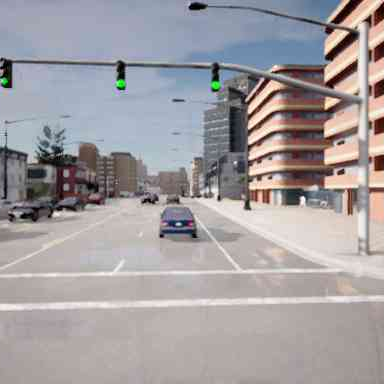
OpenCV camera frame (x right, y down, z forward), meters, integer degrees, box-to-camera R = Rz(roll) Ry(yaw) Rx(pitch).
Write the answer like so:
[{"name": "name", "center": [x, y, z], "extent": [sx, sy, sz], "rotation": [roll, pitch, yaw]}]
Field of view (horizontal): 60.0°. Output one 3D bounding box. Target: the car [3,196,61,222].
[{"name": "car", "center": [-11.929, 1.326, 24.903], "extent": [2.128, 1.511, 4.902], "rotation": [0, 1, -4]}]

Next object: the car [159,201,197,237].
[{"name": "car", "center": [-0.762, 1.466, 17.433], "extent": [2.033, 1.411, 5.357], "rotation": [0, 1, -4]}]

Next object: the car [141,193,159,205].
[{"name": "car", "center": [-6.177, 1.085, 47.299], "extent": [1.895, 1.301, 4.718], "rotation": [0, 1, -3]}]

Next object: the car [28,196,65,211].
[{"name": "car", "center": [-16.085, 1.192, 37.149], "extent": [2.033, 1.411, 5.357], "rotation": [0, 1, -3]}]

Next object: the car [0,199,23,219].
[{"name": "car", "center": [-15.529, 1.336, 26.575], "extent": [1.812, 1.442, 4.674], "rotation": [0, 1, -2]}]

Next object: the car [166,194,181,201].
[{"name": "car", "center": [-2.659, 0.980, 47.090], "extent": [2.128, 1.511, 4.902], "rotation": [0, 1, -3]}]

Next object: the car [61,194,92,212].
[{"name": "car", "center": [-12.464, 1.230, 34.735], "extent": [2.033, 1.411, 5.357], "rotation": [0, 1, -3]}]

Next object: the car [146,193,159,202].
[{"name": "car", "center": [-6.784, 0.912, 57.318], "extent": [1.994, 1.385, 4.181], "rotation": [0, 0, -3]}]

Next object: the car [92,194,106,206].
[{"name": "car", "center": [-13.063, 0.996, 45.160], "extent": [1.882, 1.535, 5.008], "rotation": [0, 1, -3]}]

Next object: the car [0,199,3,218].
[{"name": "car", "center": [-11.391, 1.296, 15.837], "extent": [2.097, 1.767, 4.553], "rotation": [0, 1, -3]}]
